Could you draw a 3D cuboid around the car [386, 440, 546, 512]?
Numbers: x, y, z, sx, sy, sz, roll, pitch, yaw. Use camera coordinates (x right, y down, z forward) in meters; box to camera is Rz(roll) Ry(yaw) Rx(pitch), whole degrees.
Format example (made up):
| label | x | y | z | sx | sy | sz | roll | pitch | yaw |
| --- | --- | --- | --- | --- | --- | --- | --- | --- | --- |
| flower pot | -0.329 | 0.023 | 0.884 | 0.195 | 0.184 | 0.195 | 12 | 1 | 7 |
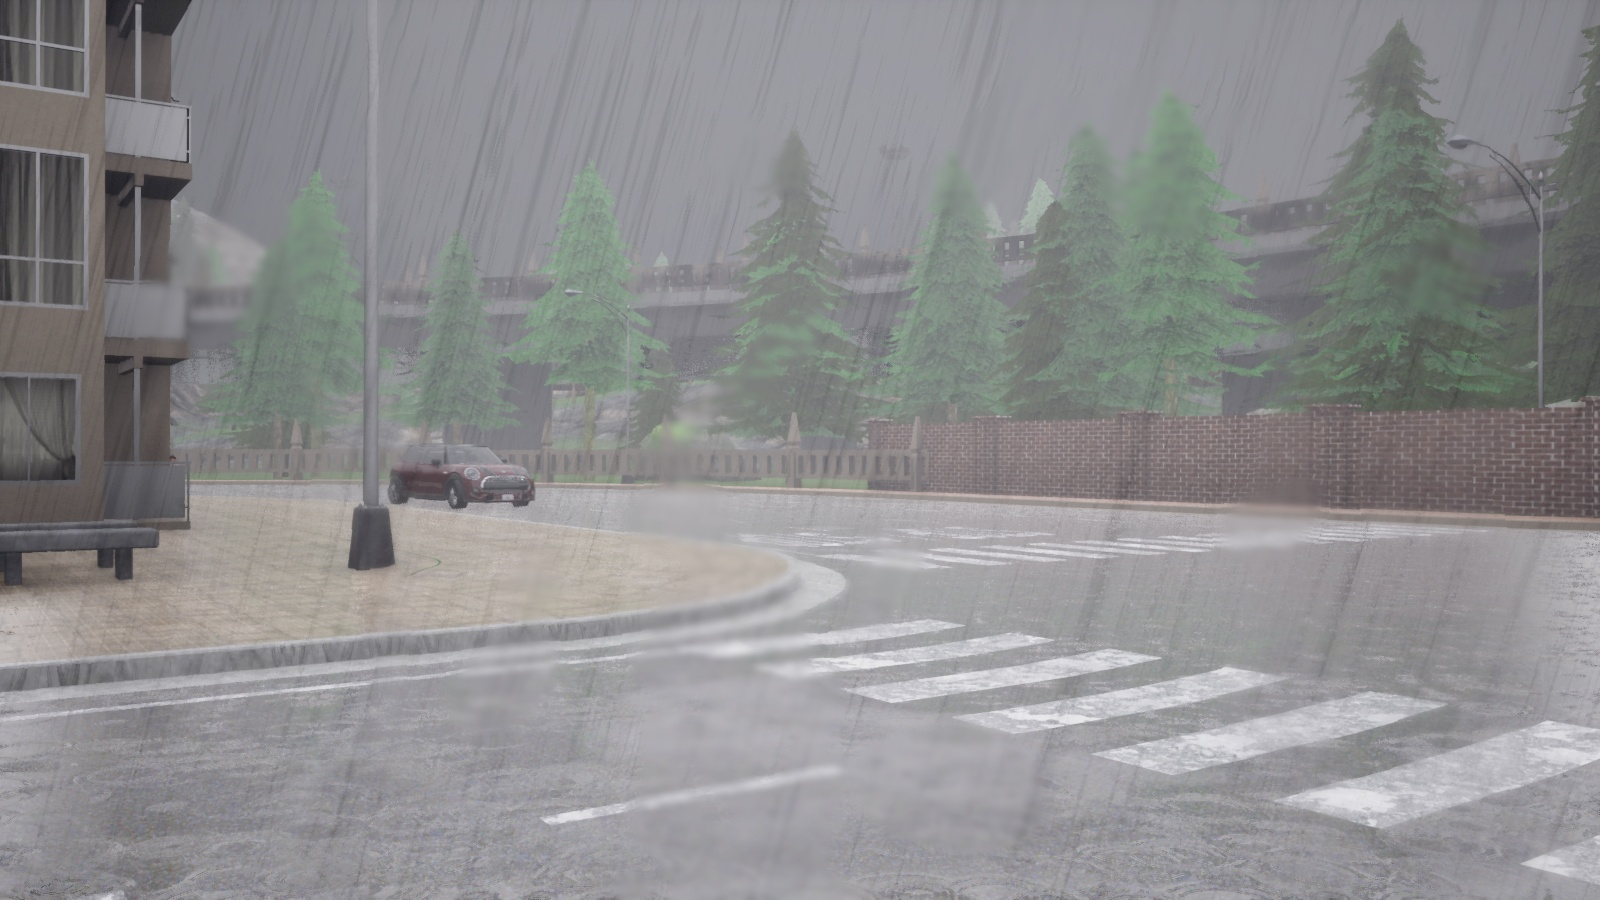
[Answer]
| label | x | y | z | sx | sy | sz | roll | pitch | yaw |
| --- | --- | --- | --- | --- | --- | --- | --- | --- | --- |
| car | -8.857 | 0.648 | 33.115 | 2.097 | 1.767 | 4.553 | 0 | 0 | -45 |
